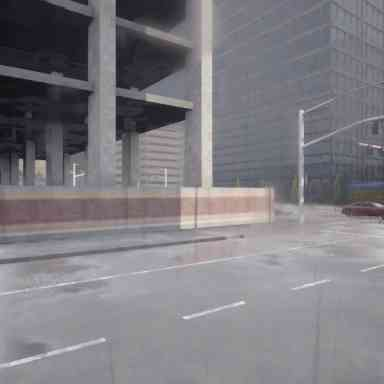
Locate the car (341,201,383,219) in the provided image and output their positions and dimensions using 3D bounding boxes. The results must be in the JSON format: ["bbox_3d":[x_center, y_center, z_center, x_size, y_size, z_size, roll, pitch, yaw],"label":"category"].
[{"bbox_3d":[15.113,1.525,28.222,1.812,1.442,4.674,0,0,-41],"label":"car"}]

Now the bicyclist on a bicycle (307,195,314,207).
[{"bbox_3d":[16.514,1.300,46.176,1.656,1.620,0.582,0,0,-36],"label":"bicyclist on a bicycle"}]

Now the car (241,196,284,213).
[{"bbox_3d":[7.927,1.352,37.607,2.097,1.767,4.553,0,0,-36],"label":"car"}]

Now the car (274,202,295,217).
[{"bbox_3d":[7.554,1.600,32.159,1.895,1.301,4.718,0,0,-36],"label":"car"}]
